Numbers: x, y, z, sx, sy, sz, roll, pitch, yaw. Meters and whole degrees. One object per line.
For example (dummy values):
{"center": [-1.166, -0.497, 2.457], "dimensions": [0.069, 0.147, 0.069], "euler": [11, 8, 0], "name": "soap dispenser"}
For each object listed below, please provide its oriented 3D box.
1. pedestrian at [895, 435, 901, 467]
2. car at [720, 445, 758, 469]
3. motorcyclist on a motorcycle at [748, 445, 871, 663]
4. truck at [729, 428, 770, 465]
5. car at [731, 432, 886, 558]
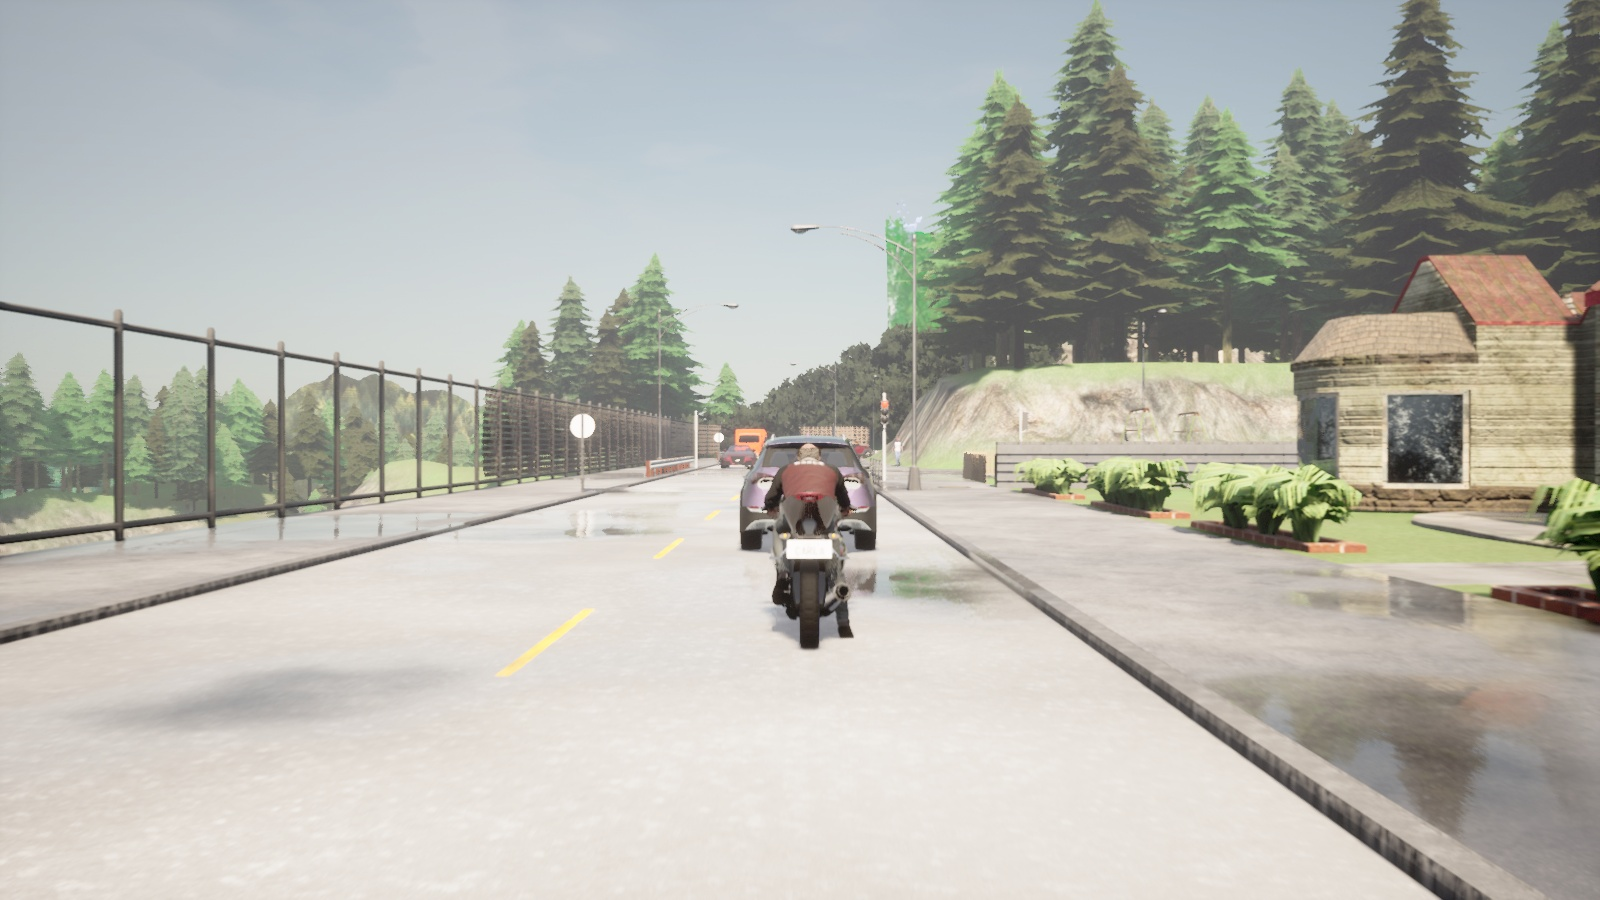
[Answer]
{"center": [5.734, 0.047, 73.491], "dimensions": [0.354, 1.836, 0.706], "euler": [0, 0, 0], "name": "pedestrian"}
{"center": [-3.542, 0.394, 73.351], "dimensions": [1.994, 1.385, 4.181], "euler": [0, 0, 0], "name": "car"}
{"center": [0.072, 0.726, 9.903], "dimensions": [0.866, 1.530, 2.191], "euler": [0, 0, 0], "name": "motorcyclist on a motorcycle"}
{"center": [-3.454, -0.229, 87.580], "dimensions": [2.627, 2.467, 5.204], "euler": [0, 0, 0], "name": "truck"}
{"center": [0.125, 0.570, 18.873], "dimensions": [2.033, 1.649, 4.856], "euler": [0, 0, 0], "name": "car"}
